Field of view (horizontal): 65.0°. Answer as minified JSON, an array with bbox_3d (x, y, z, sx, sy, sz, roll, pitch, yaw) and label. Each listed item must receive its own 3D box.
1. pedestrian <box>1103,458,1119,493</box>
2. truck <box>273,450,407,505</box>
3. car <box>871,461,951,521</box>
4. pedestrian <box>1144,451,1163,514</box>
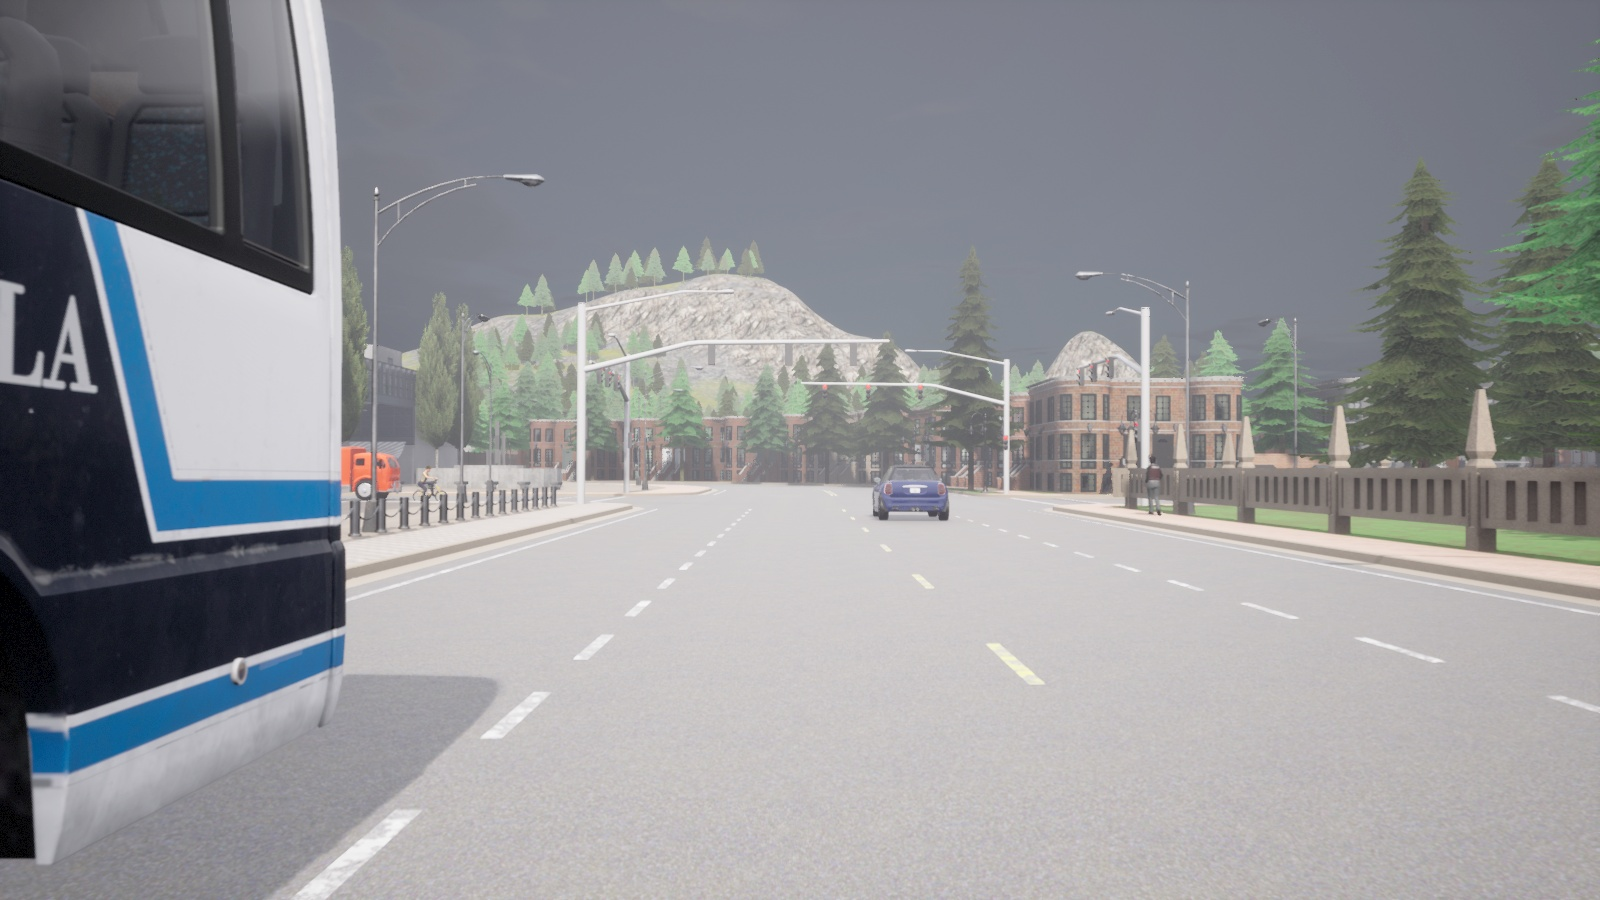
[{"bbox_3d":[17.550,1.437,70.902,0.788,1.949,0.423,0,-1,2],"label":"pedestrian"},{"bbox_3d":[-21.144,1.256,57.944,5.204,2.467,2.627,0,-1,0],"label":"truck"},{"bbox_3d":[3.414,1.231,39.352,2.097,1.767,4.553,0,-1,0],"label":"car"},{"bbox_3d":[10.917,0.994,38.806,0.402,1.930,0.666,0,-1,1],"label":"pedestrian"}]
